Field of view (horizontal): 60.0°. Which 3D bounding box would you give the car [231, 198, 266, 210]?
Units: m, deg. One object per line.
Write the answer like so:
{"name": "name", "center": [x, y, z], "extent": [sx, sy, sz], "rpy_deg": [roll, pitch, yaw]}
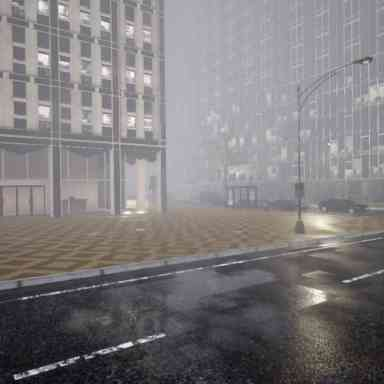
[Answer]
{"name": "car", "center": [7.071, 1.388, 39.561], "extent": [1.802, 1.307, 4.206], "rpy_deg": [0, 1, -34]}

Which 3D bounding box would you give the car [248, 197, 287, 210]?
{"name": "car", "center": [9.269, 1.363, 41.118], "extent": [1.895, 1.301, 4.718], "rpy_deg": [-1, 1, -34]}

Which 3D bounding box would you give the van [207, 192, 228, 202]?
{"name": "van", "center": [4.436, 0.855, 58.419], "extent": [1.690, 1.788, 3.998], "rpy_deg": [0, 1, -34]}

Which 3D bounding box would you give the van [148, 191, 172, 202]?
{"name": "van", "center": [-5.689, 0.937, 58.371], "extent": [1.690, 1.788, 3.998], "rpy_deg": [0, 1, -34]}

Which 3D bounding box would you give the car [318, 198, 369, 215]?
{"name": "car", "center": [14.877, 1.358, 32.913], "extent": [1.837, 1.490, 4.892], "rpy_deg": [-1, 1, -34]}

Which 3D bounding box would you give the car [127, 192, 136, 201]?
{"name": "car", "center": [-12.116, 1.039, 67.750], "extent": [2.008, 1.369, 4.403], "rpy_deg": [0, 1, -34]}

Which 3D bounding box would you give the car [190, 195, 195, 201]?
{"name": "car", "center": [1.224, 1.043, 63.110], "extent": [1.802, 1.307, 4.206], "rpy_deg": [0, 1, -34]}

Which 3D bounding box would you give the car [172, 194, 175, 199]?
{"name": "car", "center": [-5.203, 0.936, 72.487], "extent": [1.802, 1.307, 4.206], "rpy_deg": [0, 1, -34]}

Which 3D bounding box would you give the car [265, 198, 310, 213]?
{"name": "car", "center": [10.270, 1.424, 34.860], "extent": [1.947, 1.339, 4.313], "rpy_deg": [0, 1, -34]}

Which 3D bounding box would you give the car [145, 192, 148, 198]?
{"name": "car", "center": [-8.417, 0.615, 77.171], "extent": [2.192, 1.841, 5.009], "rpy_deg": [0, 1, -34]}

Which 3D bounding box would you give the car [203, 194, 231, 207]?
{"name": "car", "center": [3.906, 1.319, 44.281], "extent": [1.947, 1.339, 4.313], "rpy_deg": [0, 1, -34]}

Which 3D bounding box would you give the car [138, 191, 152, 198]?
{"name": "car", "center": [-11.630, 0.686, 81.861], "extent": [1.967, 1.590, 4.097], "rpy_deg": [0, 1, -34]}

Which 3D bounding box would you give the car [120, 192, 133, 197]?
{"name": "car", "center": [-18.056, 0.688, 91.238], "extent": [2.008, 1.369, 4.403], "rpy_deg": [0, 1, -34]}

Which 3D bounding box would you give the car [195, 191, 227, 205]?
{"name": "car", "center": [3.254, 0.887, 49.897], "extent": [2.150, 2.045, 5.566], "rpy_deg": [-1, 1, -35]}
